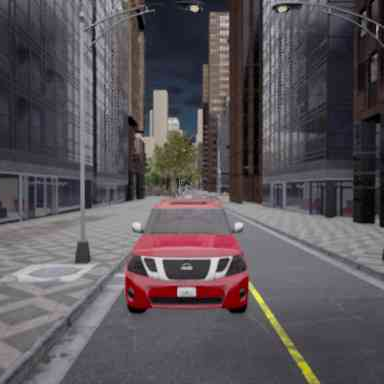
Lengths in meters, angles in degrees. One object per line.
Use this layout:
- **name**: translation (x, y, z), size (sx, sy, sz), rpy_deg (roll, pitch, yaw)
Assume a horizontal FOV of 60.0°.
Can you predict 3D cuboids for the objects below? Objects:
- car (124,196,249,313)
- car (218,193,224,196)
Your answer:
- **car**: translation (-0.095, 1.224, 8.003), size (2.150, 2.045, 5.566), rpy_deg (0, 0, 0)
- **car**: translation (2.599, 1.342, 44.101), size (2.097, 1.767, 4.553), rpy_deg (0, 0, -1)
